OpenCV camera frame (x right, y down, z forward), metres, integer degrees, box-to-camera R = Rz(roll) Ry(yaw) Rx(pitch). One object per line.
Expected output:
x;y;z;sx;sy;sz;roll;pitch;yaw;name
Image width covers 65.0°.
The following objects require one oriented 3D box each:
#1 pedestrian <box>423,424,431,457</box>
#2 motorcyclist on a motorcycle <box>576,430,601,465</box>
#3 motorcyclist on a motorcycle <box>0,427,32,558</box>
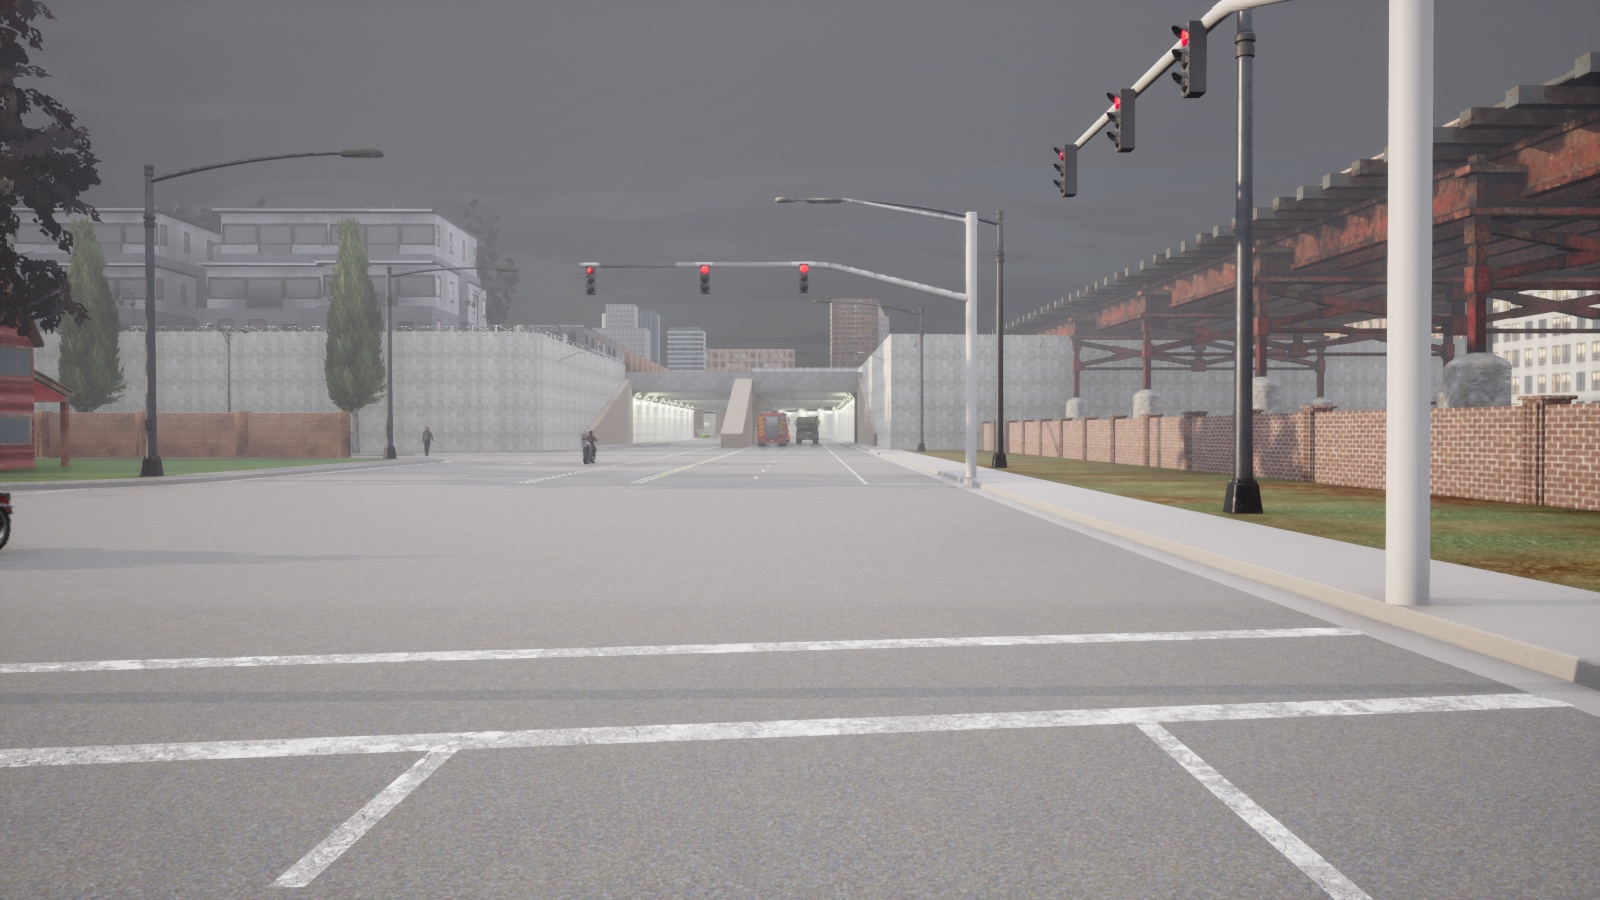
-22.380;-0.584;75.303;0.423;1.949;0.788;0;1;-13;pedestrian
-10.132;-0.142;60.305;0.766;1.649;2.350;1;1;0;motorcyclist on a motorcycle
-10.398;0.539;15.173;0.766;1.649;2.350;0;1;0;motorcyclist on a motorcycle
